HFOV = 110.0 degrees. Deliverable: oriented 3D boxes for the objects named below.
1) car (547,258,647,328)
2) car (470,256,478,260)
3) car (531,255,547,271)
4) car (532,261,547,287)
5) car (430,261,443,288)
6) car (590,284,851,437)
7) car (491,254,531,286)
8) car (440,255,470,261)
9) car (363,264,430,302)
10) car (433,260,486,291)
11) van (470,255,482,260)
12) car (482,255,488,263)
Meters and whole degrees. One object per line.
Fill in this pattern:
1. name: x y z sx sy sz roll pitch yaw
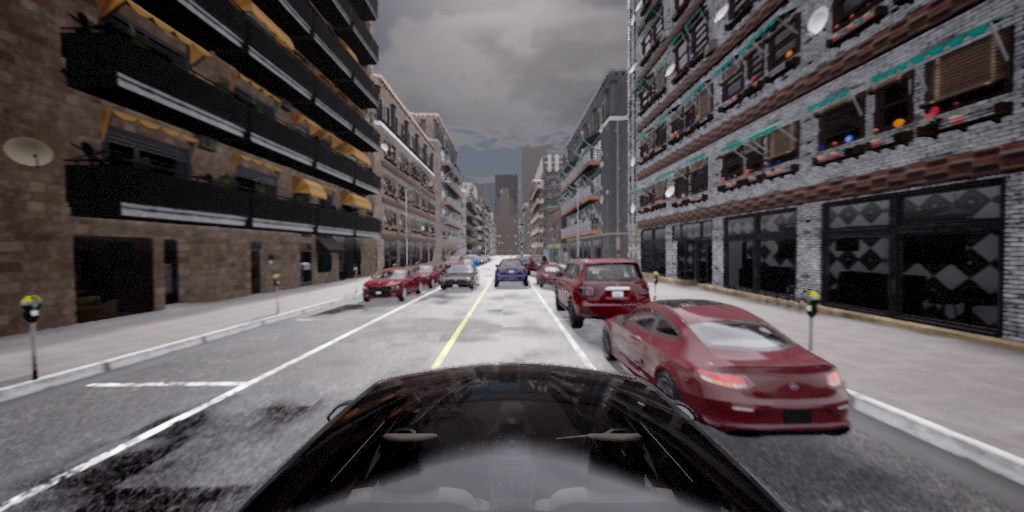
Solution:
1. car: 2.537 0.980 10.988 2.192 1.841 5.009 0 0 0
2. car: -5.609 1.002 44.779 1.751 1.417 4.829 0 0 0
3. car: 2.359 0.817 33.644 2.192 1.841 5.009 0 0 0
4. car: 2.448 1.165 22.316 1.802 1.307 4.207 0 0 0
5. car: -5.433 1.183 22.346 1.888 1.381 4.507 0 0 0
6. car: 2.581 1.288 5.324 1.802 1.307 4.207 0 0 0
7. car: -0.048 0.941 23.835 2.097 1.767 4.553 0 0 0
8. car: -5.521 0.872 33.647 2.192 1.841 5.009 0 0 0
9. car: -5.388 1.223 16.694 1.888 1.381 4.507 0 0 0
10. car: -2.937 1.176 21.302 2.033 1.411 5.357 0 0 0
11. van: -5.654 0.777 50.601 1.690 1.789 3.998 0 0 0
12. car: -5.743 0.796 61.902 1.967 1.591 4.097 0 0 0
